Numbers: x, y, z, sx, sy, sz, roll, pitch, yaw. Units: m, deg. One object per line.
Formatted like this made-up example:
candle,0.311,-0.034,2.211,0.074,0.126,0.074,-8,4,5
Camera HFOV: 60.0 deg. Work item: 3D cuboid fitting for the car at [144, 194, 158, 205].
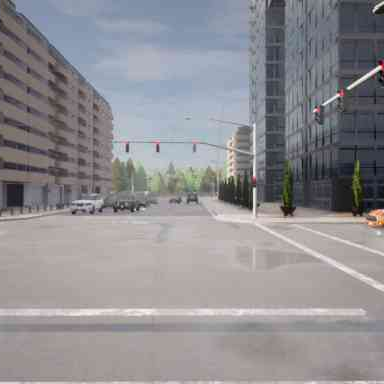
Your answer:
car,-7.167,1.564,58.603,1.994,1.385,4.181,0,0,1

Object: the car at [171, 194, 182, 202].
car,-3.389,1.355,74.301,2.097,1.767,4.553,0,0,1

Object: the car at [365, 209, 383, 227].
car,13.585,1.407,21.136,4.553,1.767,2.097,0,0,0

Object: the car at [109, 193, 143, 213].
car,-7.408,1.221,38.155,2.150,2.045,5.566,0,0,1

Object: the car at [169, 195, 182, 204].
car,-3.414,1.526,64.283,1.812,1.442,4.674,0,0,1

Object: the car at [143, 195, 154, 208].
car,-7.306,1.547,48.699,2.033,1.411,5.357,0,0,1

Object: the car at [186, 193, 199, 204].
car,0.080,1.221,63.864,2.150,2.045,5.566,0,0,1

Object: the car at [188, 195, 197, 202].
car,0.119,1.500,74.577,1.837,1.490,4.892,0,0,1

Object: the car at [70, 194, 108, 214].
car,-10.918,1.221,34.981,2.150,2.045,5.566,0,0,-1

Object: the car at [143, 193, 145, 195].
car,-10.502,1.226,66.796,2.150,2.045,5.566,0,0,1
